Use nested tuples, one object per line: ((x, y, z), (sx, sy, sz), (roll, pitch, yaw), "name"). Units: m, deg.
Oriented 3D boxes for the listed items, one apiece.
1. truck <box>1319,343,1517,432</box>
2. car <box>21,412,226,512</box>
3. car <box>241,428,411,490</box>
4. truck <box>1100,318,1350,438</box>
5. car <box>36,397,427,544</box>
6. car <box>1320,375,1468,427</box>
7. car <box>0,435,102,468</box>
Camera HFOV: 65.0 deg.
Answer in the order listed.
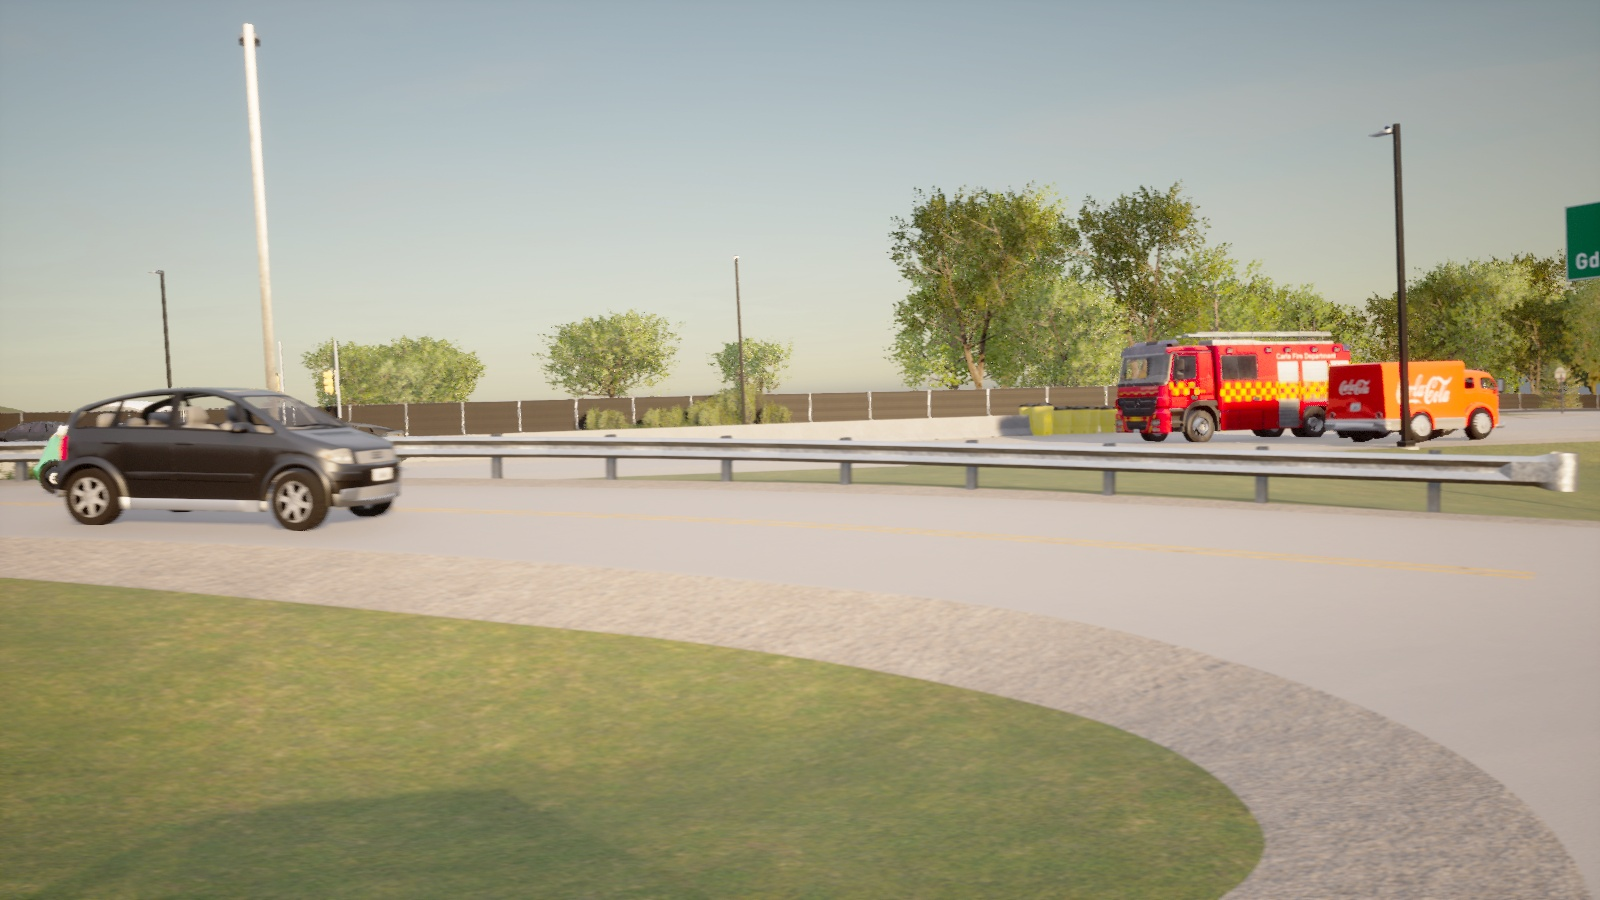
((19.188, -1.919, 38.999), (5.204, 2.467, 2.627), (-4, 2, -21), "truck")
((-10.077, 0.155, 18.808), (2.207, 1.376, 1.481), (-1, 2, 2), "car")
((-14.034, 0.224, 37.270), (4.514, 1.525, 2.007), (-4, 2, -21), "car")
((15.234, -2.586, 44.960), (8.468, 3.827, 2.891), (-4, 2, -21), "truck")
((-6.481, 0.201, 14.524), (3.705, 1.549, 1.789), (-1, 3, 10), "car")
((20.463, -1.681, 43.262), (4.514, 1.525, 2.007), (-4, 2, -21), "car")
((-38.626, 0.114, 63.664), (5.357, 1.411, 2.033), (-2, 2, 6), "car")
